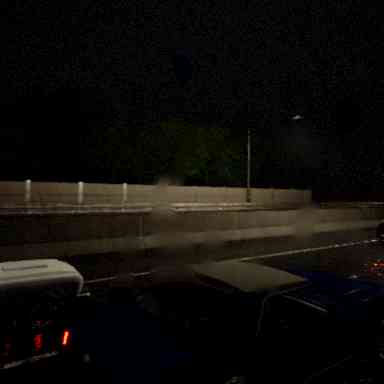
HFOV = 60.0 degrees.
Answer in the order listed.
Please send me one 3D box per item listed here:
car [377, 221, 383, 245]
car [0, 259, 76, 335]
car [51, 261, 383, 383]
[{"bbox_3d":[10.473,1.733,15.496,4.892,1.490,1.837,1,-1,-35],"label":"car"},{"bbox_3d":[-4.120,1.595,5.107,4.718,1.301,1.895,1,0,-35],"label":"car"},{"bbox_3d":[0.893,1.636,4.380,4.718,1.301,1.895,1,0,-35],"label":"car"}]
